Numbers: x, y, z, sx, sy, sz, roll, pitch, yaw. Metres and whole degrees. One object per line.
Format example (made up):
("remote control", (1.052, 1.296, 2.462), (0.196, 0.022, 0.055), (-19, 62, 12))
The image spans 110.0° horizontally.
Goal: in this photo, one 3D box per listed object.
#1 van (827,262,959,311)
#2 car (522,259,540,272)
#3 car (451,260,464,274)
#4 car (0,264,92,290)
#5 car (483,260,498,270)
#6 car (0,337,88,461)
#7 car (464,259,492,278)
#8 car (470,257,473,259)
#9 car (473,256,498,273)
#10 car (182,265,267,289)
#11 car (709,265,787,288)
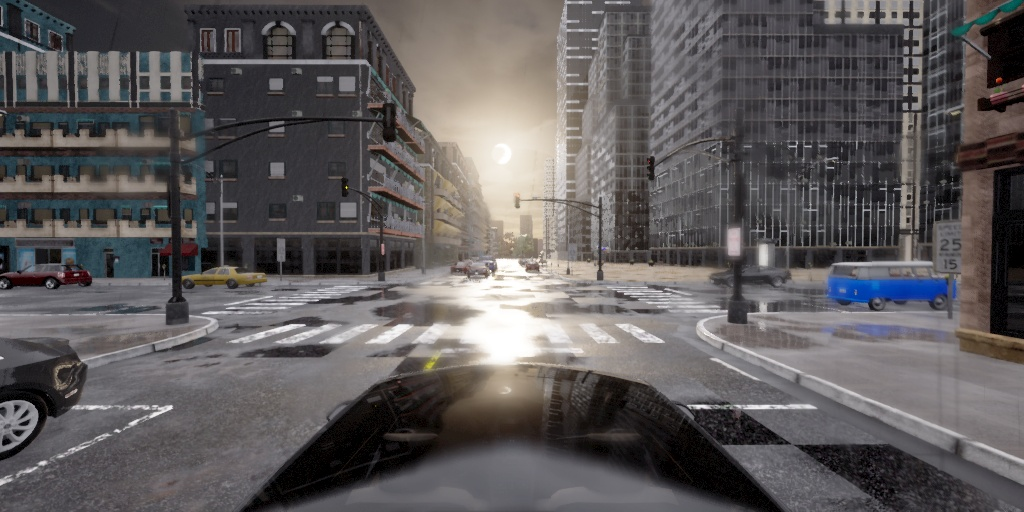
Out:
("van", (14.667, 1.116, 13.913), (3.998, 1.789, 1.690), (0, 0, 0))
("car", (2.576, 1.289, 46.007), (1.888, 1.381, 4.507), (0, 0, 0))
("car", (-5.761, 1.289, 40.285), (1.888, 1.381, 4.507), (0, 0, 0))
("car", (-28.817, 1.190, 22.142), (4.097, 1.591, 1.967), (0, 0, 0))
("car", (-3.183, 1.309, 54.564), (1.994, 1.385, 4.181), (0, 0, 0))
("car", (-5.692, 1.300, 2.219), (2.007, 1.370, 4.403), (0, 0, 0))
("car", (-3.158, 1.270, 34.261), (1.812, 1.442, 4.674), (0, 0, 0))
("car", (-5.772, 1.184, 45.934), (1.967, 1.591, 4.097), (0, 0, 0))
("car", (-3.172, 0.963, 44.163), (2.150, 2.045, 5.566), (0, 0, 0))
("car", (-17.920, 1.247, 22.180), (4.829, 1.417, 1.751), (0, 0, 0))
("car", (14.638, 1.215, 22.293), (4.313, 1.339, 1.948), (0, 0, 0))
